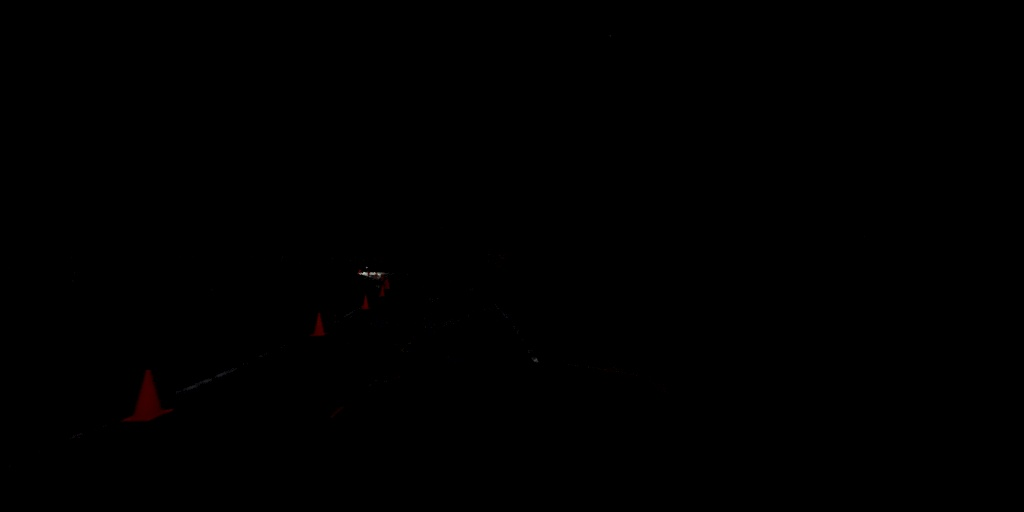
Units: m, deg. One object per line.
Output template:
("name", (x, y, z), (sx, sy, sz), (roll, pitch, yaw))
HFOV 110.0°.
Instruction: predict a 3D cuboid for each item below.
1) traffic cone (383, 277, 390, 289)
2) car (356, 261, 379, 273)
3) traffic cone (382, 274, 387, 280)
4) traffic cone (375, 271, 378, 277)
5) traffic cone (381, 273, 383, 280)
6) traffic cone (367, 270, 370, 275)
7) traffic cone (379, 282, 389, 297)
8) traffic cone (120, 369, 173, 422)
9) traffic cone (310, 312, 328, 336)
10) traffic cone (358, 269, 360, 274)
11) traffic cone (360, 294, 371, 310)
("traffic cone", (-8.163, 1.843, 23.516), (0.340, 0.580, 0.340), (0, 0, -18))
("car", (-19.765, 1.486, 48.943), (1.837, 1.490, 4.892), (2, -1, -40))
("traffic cone", (-9.802, 1.860, 28.072), (0.340, 0.580, 0.340), (0, 0, -22))
("traffic cone", (-13.935, 1.883, 36.824), (0.340, 0.580, 0.340), (0, 0, -29))
("traffic cone", (-11.728, 1.872, 32.514), (0.340, 0.580, 0.340), (0, 0, -25))
("traffic cone", (-16.413, 1.892, 40.985), (0.340, 0.580, 0.340), (0, 0, -33))
("traffic cone", (-6.818, 1.821, 18.864), (0.340, 0.580, 0.340), (0, 0, -14))
("traffic cone", (-4.600, 1.730, 4.529), (0.340, 0.580, 0.340), (0, 0, -3))
("traffic cone", (-5.033, 1.764, 9.352), (0.340, 0.580, 0.340), (0, 0, -7))
("traffic cone", (-19.151, 1.900, 44.978), (0.340, 0.580, 0.340), (0, 0, -36))
("traffic cone", (-5.774, 1.795, 14.136), (0.340, 0.580, 0.340), (0, 0, -11))
